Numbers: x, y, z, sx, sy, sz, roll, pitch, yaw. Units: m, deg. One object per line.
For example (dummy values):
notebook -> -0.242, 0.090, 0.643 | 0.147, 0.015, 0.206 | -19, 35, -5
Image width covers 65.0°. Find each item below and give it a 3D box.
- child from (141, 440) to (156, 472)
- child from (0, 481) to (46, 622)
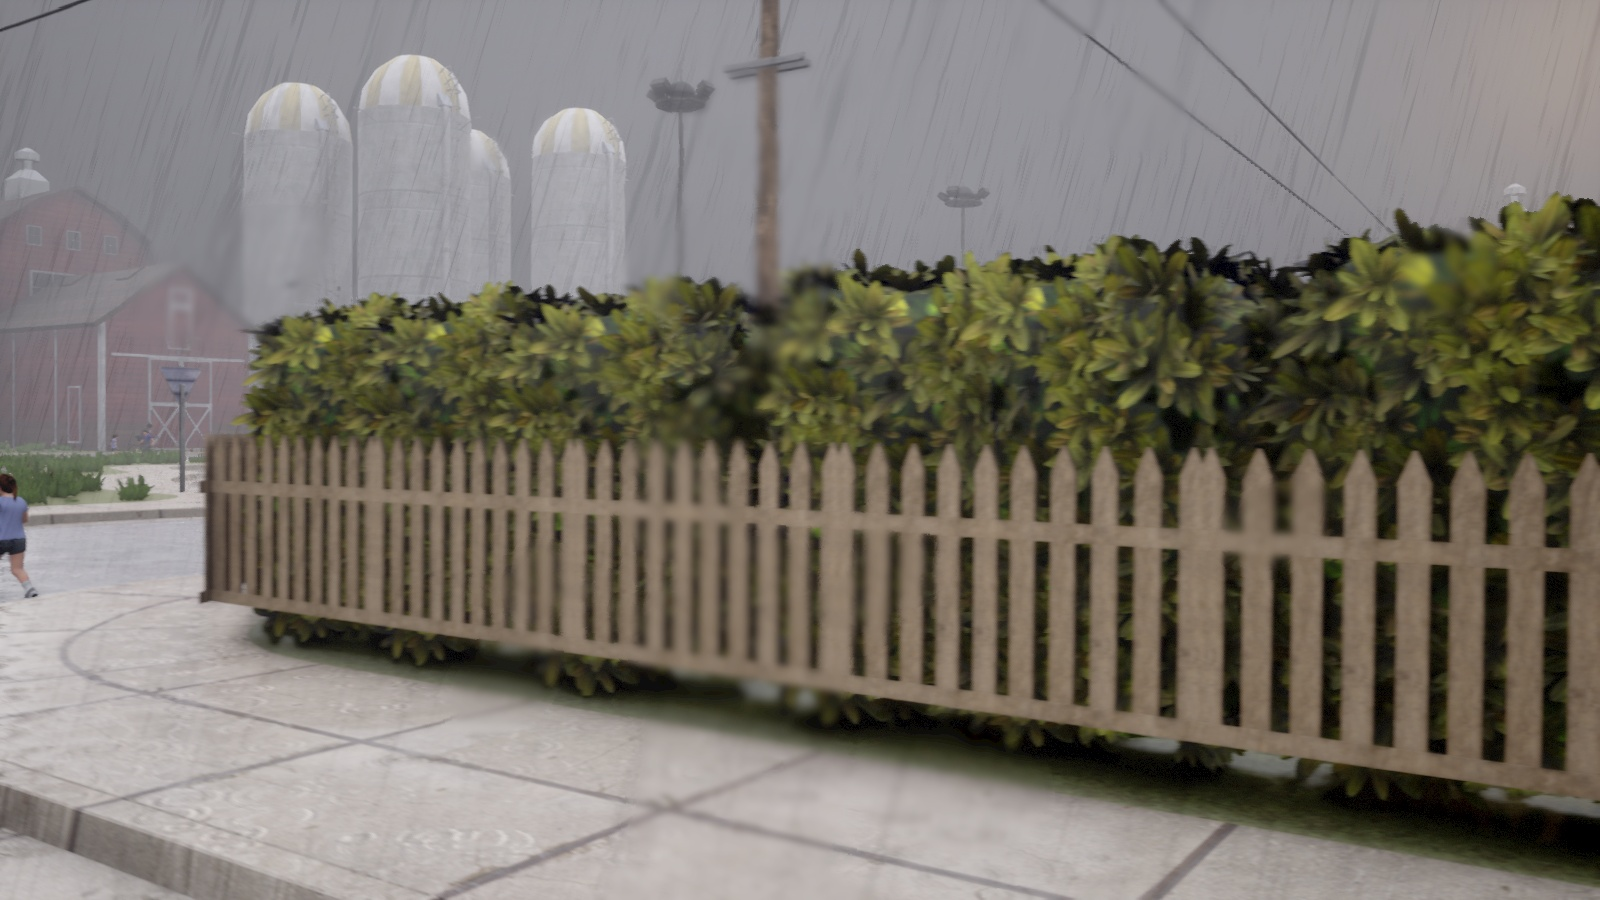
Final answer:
child -> -25.428, 0.228, 49.003 | 0.270, 1.263, 0.437 | 0, 1, 33
child -> -6.375, 0.813, 10.206 | 0.394, 1.110, 0.255 | 0, 1, 32
